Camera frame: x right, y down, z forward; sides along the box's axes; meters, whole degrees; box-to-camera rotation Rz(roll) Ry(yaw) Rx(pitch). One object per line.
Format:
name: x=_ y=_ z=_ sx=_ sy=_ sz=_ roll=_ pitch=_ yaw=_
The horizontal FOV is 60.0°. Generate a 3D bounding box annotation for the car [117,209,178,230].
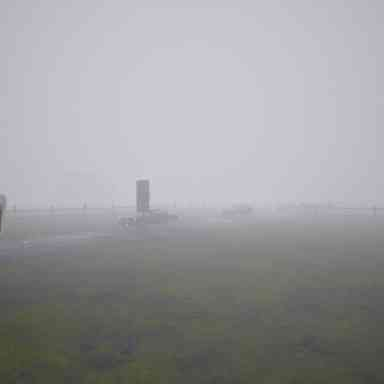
car: x=-3.129 y=1.931 z=24.175 sx=1.895 sy=1.301 sz=4.718 roll=-1 pitch=-2 yaw=35

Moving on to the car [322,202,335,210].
car: x=22.145 y=2.306 z=54.843 sx=2.033 sy=1.411 sz=5.357 roll=-1 pitch=-2 yaw=36

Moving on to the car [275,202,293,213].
car: x=13.619 y=2.164 z=47.740 sx=1.882 sy=1.535 sz=5.008 roll=-1 pitch=-2 yaw=36

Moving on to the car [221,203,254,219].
car: x=4.892 y=1.980 z=35.515 sx=1.882 sy=1.535 sz=5.008 roll=-1 pitch=-1 yaw=35

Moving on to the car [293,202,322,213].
car: x=16.173 y=2.136 z=46.376 sx=1.837 sy=1.490 sz=4.892 roll=-1 pitch=-2 yaw=35
